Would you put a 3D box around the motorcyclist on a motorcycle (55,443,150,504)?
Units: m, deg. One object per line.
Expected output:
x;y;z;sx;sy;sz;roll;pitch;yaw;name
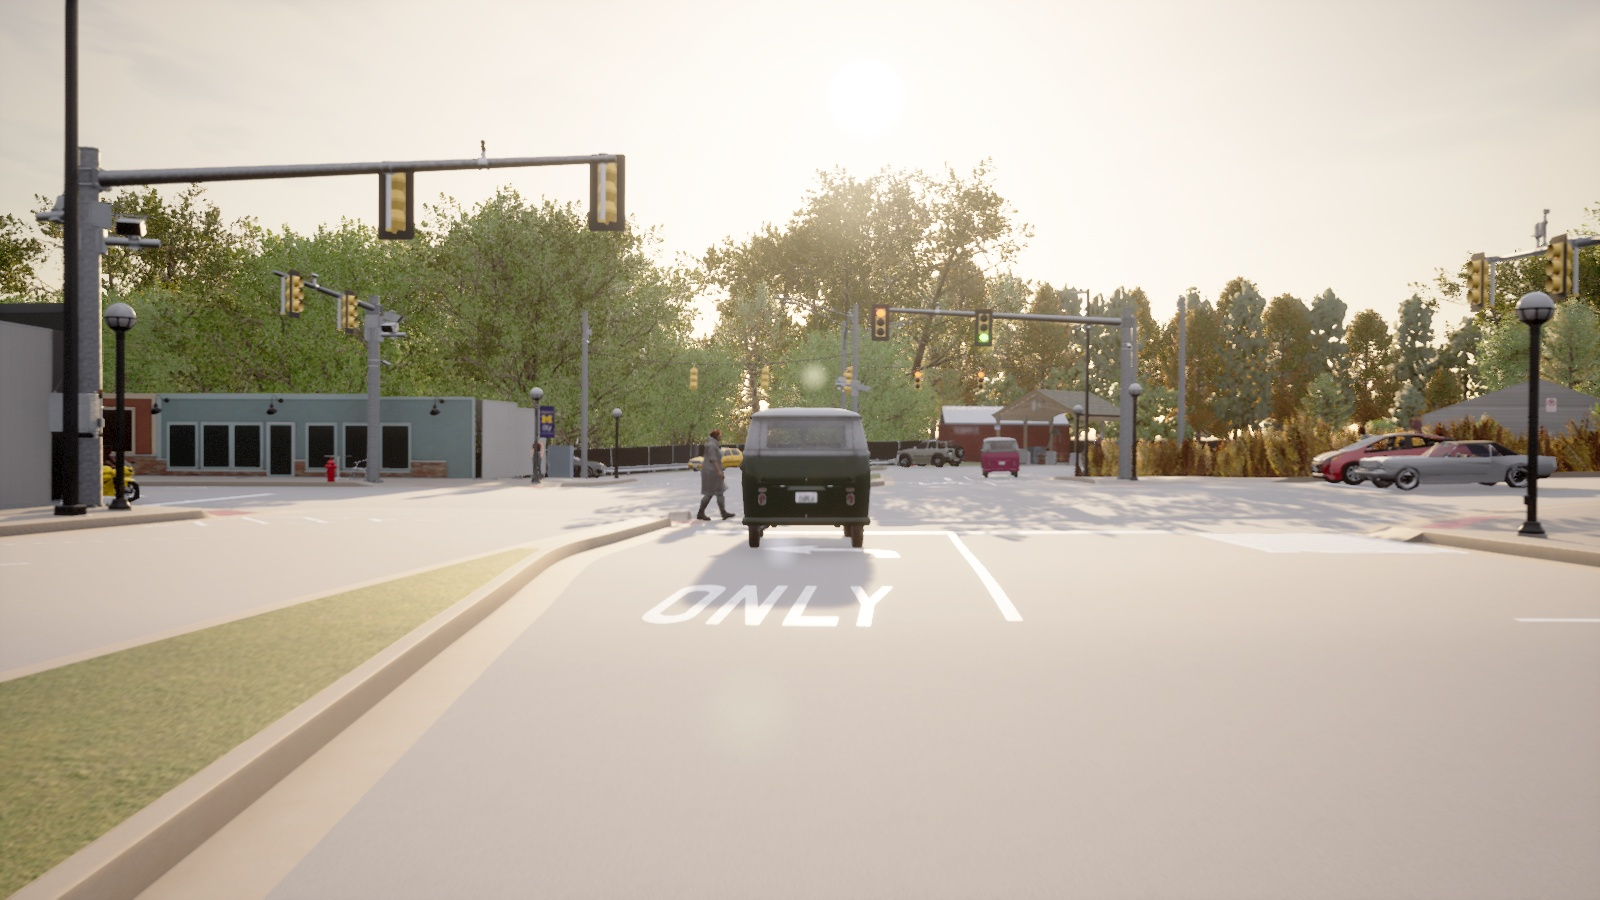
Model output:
-17.929;0.592;32.290;2.044;1.523;0.797;0;1;6;motorcyclist on a motorcycle

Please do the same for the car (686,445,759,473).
-4.892;0.545;79.944;1.801;1.575;5.366;0;2;33;car

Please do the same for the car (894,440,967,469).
8.583;0.272;83.032;4.605;1.855;1.932;-1;0;45;car

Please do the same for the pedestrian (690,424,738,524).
-1.693;0.464;24.841;0.873;1.952;0.659;1;1;2;pedestrian

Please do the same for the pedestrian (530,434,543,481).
-10.385;0.274;49.474;0.345;1.836;0.594;1;1;2;pedestrian

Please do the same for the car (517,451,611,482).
-13.456;0.938;71.716;4.856;1.649;2.033;-1;1;8;car

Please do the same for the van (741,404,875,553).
0.086;0.402;18.886;1.775;1.987;4.442;0;-1;0;van

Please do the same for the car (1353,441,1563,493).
17.969;0.453;34.449;4.718;1.301;1.895;-1;1;4;car

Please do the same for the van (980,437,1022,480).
10.060;0.389;63.023;1.775;1.987;4.442;-1;1;6;van

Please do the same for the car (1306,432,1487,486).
18.018;0.262;38.120;4.514;1.525;2.007;-1;1;4;car
